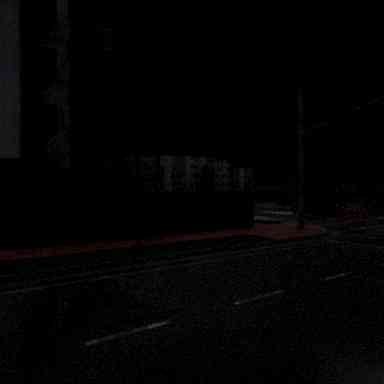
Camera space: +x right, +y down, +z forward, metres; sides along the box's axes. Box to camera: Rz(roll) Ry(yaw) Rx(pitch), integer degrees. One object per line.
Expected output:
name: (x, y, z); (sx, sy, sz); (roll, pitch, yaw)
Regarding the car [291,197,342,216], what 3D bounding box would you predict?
car: (11.687, 1.254, 31.548); (2.097, 1.767, 4.553); (0, 0, -38)
